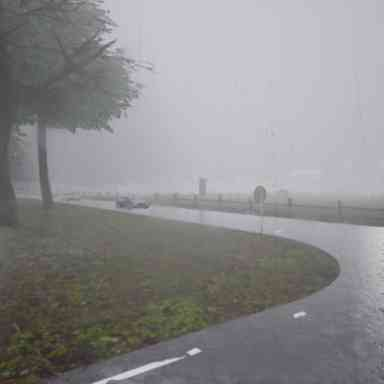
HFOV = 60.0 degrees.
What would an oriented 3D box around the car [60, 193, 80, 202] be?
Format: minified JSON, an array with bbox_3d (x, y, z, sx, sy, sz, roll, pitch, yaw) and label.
[{"bbox_3d":[-18.339,0.766,49.983,1.895,1.301,4.718,-1,2,-36],"label":"car"}]

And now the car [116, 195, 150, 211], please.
[{"bbox_3d":[-5.809,1.023,32.386,1.994,1.385,4.181,-1,2,-36],"label":"car"}]
